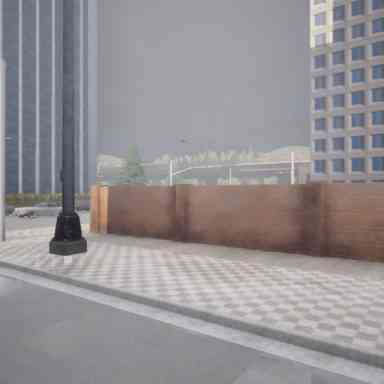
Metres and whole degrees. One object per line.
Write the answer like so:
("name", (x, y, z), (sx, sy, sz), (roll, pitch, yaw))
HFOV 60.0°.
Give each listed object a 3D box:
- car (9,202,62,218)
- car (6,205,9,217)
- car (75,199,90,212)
("car", (-13.404, 1.601, 29.944), (1.895, 1.301, 4.718), (0, 0, 35))
("car", (-18.207, 1.547, 29.251), (2.033, 1.411, 5.357), (0, 0, 32))
("car", (-12.396, 1.547, 37.480), (2.033, 1.411, 5.357), (0, 0, 35))
